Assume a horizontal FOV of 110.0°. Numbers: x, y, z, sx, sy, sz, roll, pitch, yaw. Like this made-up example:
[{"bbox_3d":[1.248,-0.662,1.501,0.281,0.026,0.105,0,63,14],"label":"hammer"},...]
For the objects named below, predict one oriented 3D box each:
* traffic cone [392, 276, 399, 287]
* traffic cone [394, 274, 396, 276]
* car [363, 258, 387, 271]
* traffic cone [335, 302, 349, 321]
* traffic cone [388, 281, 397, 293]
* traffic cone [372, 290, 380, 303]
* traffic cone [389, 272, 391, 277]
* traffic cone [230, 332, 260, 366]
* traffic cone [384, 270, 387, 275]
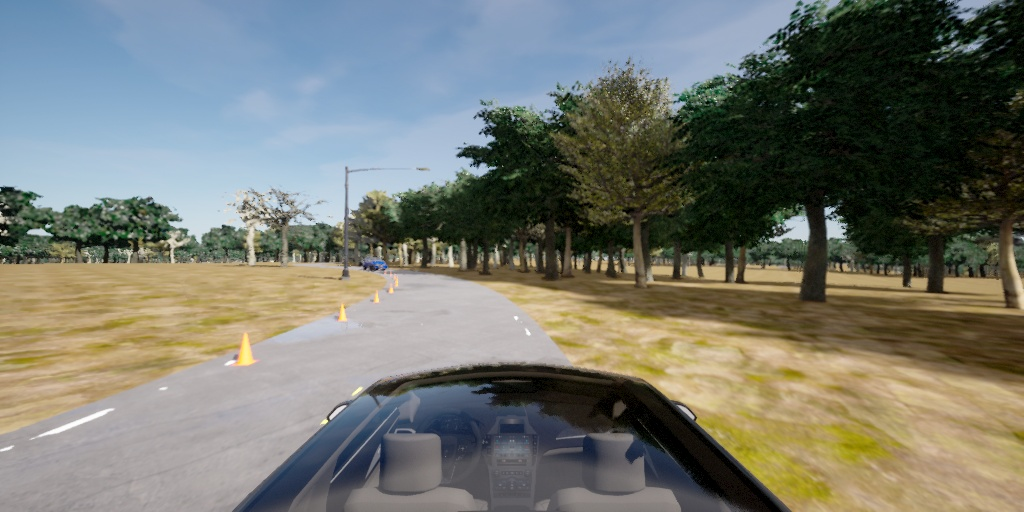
[{"bbox_3d":[-8.357,1.921,25.934,0.340,0.580,0.340,0,0,-16],"label":"traffic cone"},{"bbox_3d":[-9.795,1.950,30.574,0.340,0.580,0.340,0,0,-19],"label":"traffic cone"},{"bbox_3d":[-21.600,1.270,56.354,2.150,2.045,5.566,1,-1,-41],"label":"car"},{"bbox_3d":[-5.518,1.797,11.650,0.340,0.580,0.340,0,0,-7],"label":"traffic cone"},{"bbox_3d":[-7.163,1.886,21.224,0.340,0.580,0.340,0,0,-13],"label":"traffic cone"},{"bbox_3d":[-6.216,1.844,16.458,0.340,0.580,0.340,0,0,-10],"label":"traffic cone"},{"bbox_3d":[-13.386,1.987,39.601,0.340,0.580,0.340,0,0,-25],"label":"traffic cone"},{"bbox_3d":[-5.072,1.749,6.812,0.340,0.580,0.340,0,0,-4],"label":"traffic cone"},{"bbox_3d":[-15.528,1.995,43.963,0.340,0.580,0.340,0,0,-28],"label":"traffic cone"}]
